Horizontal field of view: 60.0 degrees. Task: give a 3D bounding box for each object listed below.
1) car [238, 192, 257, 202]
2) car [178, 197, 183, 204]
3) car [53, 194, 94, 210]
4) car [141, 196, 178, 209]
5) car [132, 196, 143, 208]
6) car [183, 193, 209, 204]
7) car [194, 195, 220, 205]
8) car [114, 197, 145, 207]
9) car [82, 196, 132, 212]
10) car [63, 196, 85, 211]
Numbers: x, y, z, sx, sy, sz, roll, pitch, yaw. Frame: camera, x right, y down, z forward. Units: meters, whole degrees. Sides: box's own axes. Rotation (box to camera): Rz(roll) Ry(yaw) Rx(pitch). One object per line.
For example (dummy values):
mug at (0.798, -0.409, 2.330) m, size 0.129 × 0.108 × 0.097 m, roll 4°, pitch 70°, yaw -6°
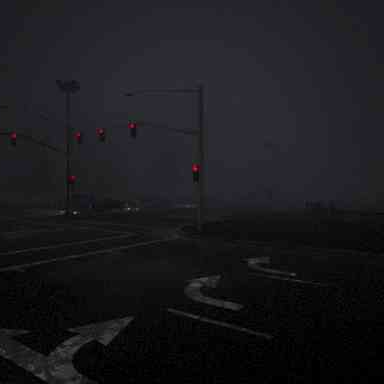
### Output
car at (11.518, 1.026, 68.844) m, size 2.150 × 2.045 × 5.566 m, roll 0°, pitch 0°, yaw 36°
car at (-1.380, 1.601, 62.847) m, size 1.895 × 1.301 × 4.718 m, roll 0°, pitch 0°, yaw 35°
car at (-15.108, 1.221, 43.214) m, size 2.150 × 2.045 × 5.566 m, roll 0°, pitch 0°, yaw 35°
car at (-4.465, 1.601, 46.249) m, size 1.895 × 1.301 × 4.718 m, roll 0°, pitch 0°, yaw 35°
car at (-7.097, 1.352, 48.593) m, size 2.097 × 1.767 × 4.553 m, roll 0°, pitch 0°, yaw 35°
car at (1.266, 1.223, 60.547) m, size 2.150 × 2.045 × 5.566 m, roll 0°, pitch 0°, yaw 35°
car at (2.858, 1.601, 56.727) m, size 1.895 × 1.301 × 4.718 m, roll 0°, pitch 0°, yaw 35°
car at (-9.542, 1.526, 51.201) m, size 1.812 × 1.442 × 4.674 m, roll 0°, pitch 0°, yaw 35°
car at (-9.762, 1.491, 38.649) m, size 2.128 × 1.511 × 4.902 m, roll 0°, pitch 0°, yaw 35°
car at (-12.500, 1.547, 40.844) m, size 2.033 × 1.411 × 5.357 m, roll 0°, pitch 0°, yaw 35°
